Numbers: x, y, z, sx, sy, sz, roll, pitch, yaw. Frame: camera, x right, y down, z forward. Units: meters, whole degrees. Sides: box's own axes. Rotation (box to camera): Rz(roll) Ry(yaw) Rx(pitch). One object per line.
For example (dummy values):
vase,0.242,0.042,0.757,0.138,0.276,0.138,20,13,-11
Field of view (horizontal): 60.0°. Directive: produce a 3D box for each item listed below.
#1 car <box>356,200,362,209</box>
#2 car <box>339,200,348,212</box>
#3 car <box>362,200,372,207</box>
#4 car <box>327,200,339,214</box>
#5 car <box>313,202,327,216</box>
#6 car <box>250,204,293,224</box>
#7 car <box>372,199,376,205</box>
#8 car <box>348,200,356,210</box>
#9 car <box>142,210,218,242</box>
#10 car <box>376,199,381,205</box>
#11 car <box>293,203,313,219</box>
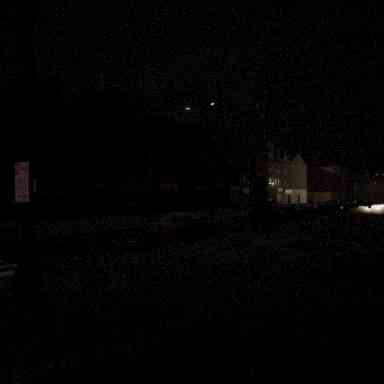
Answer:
car,25.493,2.011,53.486,2.008,1.369,4.403,-1,-1,35
car,18.992,1.782,44.304,1.967,1.590,4.097,-1,-1,35
car,31.993,2.144,62.671,2.008,1.369,4.403,-1,-1,35
car,15.744,1.832,39.710,1.887,1.381,4.507,-1,-1,35
car,12.494,1.819,35.118,1.802,1.307,4.206,-1,-1,35
car,5.995,1.713,25.934,1.947,1.339,4.313,-1,-1,35
car,35.242,2.209,67.262,1.887,1.381,4.507,-1,-2,35
car,22.243,1.950,48.895,2.008,1.369,4.403,-1,-1,35
car,-0.407,1.597,16.889,1.752,1.417,4.829,-1,-1,35
car,44.990,2.458,81.036,2.008,1.369,4.403,-2,-2,35
car,9.244,1.741,30.526,2.008,1.369,4.403,-1,-1,35
